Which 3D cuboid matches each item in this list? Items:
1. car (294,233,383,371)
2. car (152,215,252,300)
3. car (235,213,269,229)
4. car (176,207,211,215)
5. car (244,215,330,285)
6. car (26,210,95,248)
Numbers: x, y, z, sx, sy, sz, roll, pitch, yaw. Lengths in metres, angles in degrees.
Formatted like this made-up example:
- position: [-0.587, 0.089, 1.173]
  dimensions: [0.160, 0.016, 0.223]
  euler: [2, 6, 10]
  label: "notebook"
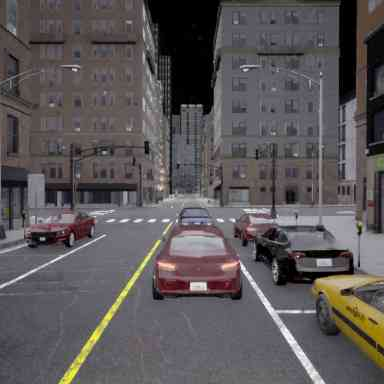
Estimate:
- position: [2.866, 1.524, 3.869]
  dimensions: [1.752, 1.417, 4.829]
  euler: [-1, 0, 0]
  label: "car"
- position: [0.100, 1.523, 8.254]
  dimensions: [1.812, 1.442, 4.674]
  euler: [0, 0, 0]
  label: "car"
- position: [2.870, 1.577, 14.871]
  dimensions: [1.802, 1.307, 4.206]
  euler: [-1, 0, 0]
  label: "car"
- position: [0.136, 1.542, 18.275]
  dimensions: [2.033, 1.411, 5.357]
  euler: [0, 0, -3]
  label: "car"
- position: [2.868, 1.563, 9.286]
  dimensions: [1.947, 1.339, 4.313]
  euler: [-1, 0, 0]
  label: "car"
- position: [-5.676, 1.540, 14.871]
  dimensions: [1.887, 1.381, 4.507]
  euler: [-1, 0, 0]
  label: "car"
